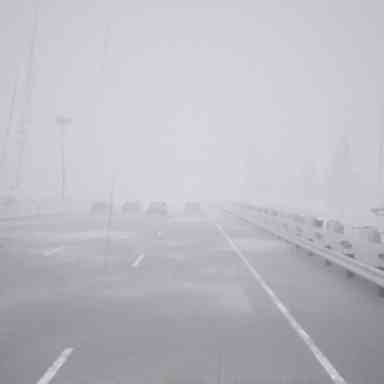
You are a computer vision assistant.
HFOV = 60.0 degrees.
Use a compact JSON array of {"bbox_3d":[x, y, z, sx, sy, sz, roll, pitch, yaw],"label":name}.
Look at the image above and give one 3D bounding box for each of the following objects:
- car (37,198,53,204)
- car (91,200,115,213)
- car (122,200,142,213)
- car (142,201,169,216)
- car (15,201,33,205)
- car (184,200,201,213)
[{"bbox_3d":[-24.540,1.841,56.887,2.097,1.767,4.553,0,-1,1],"label":"car"},{"bbox_3d":[-10.411,1.688,38.943,1.837,1.490,4.892,0,-1,0],"label":"car"},{"bbox_3d":[-6.911,1.674,38.873,2.128,1.511,4.902,0,-1,0],"label":"car"},{"bbox_3d":[-3.410,1.659,33.678,2.033,1.411,5.357,0,-1,0],"label":"car"},{"bbox_3d":[-28.041,1.970,56.536,2.128,1.511,4.902,0,-1,1],"label":"car"},{"bbox_3d":[0.089,1.674,39.736,1.882,1.535,5.008,0,-1,0],"label":"car"}]
